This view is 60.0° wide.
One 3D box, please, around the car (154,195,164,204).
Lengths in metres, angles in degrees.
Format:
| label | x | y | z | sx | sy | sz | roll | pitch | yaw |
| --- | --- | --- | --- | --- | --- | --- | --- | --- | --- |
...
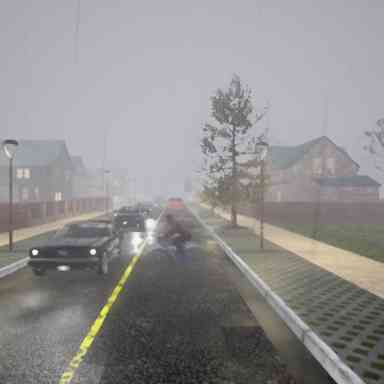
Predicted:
| label | x | y | z | sx | sy | sz | roll | pitch | yaw |
| --- | --- | --- | --- | --- | --- | --- | --- | --- | --- |
| car | -6.117 | 1.423 | 63.587 | 2.097 | 1.767 | 4.553 | 0 | 0 | -3 |

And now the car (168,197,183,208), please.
| label | x | y | z | sx | sy | sz | roll | pitch | yaw |
| --- | --- | --- | --- | --- | --- | --- | --- | --- | --- |
| car | -2.479 | 1.527 | 49.793 | 2.128 | 1.511 | 4.902 | 0 | 0 | -3 |

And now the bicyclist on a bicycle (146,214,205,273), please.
| label | x | y | z | sx | sy | sz | roll | pitch | yaw |
| --- | --- | --- | --- | --- | --- | --- | --- | --- | --- |
| bicyclist on a bicycle | -0.465 | 1.434 | 9.220 | 1.656 | 1.620 | 0.582 | 0 | 0 | -3 |

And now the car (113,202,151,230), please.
| label | x | y | z | sx | sy | sz | roll | pitch | yaw |
| --- | --- | --- | --- | --- | --- | --- | --- | --- | --- |
| car | -3.876 | 1.566 | 20.719 | 1.994 | 1.385 | 4.181 | 0 | 0 | -3 |

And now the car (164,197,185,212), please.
| label | x | y | z | sx | sy | sz | roll | pitch | yaw |
| --- | --- | --- | --- | --- | --- | --- | --- | --- | --- |
| car | -1.945 | 1.371 | 39.740 | 2.097 | 1.767 | 4.553 | 0 | 0 | -3 |

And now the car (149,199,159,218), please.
| label | x | y | z | sx | sy | sz | roll | pitch | yaw |
| --- | --- | --- | --- | --- | --- | --- | --- | --- | --- |
| car | -4.374 | 1.609 | 30.578 | 1.895 | 1.301 | 4.718 | 0 | 0 | -3 |

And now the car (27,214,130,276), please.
| label | x | y | z | sx | sy | sz | roll | pitch | yaw |
| --- | --- | --- | --- | --- | --- | --- | --- | --- | --- |
| car | -3.338 | 1.600 | 10.527 | 1.895 | 1.301 | 4.718 | 0 | 0 | -3 |
